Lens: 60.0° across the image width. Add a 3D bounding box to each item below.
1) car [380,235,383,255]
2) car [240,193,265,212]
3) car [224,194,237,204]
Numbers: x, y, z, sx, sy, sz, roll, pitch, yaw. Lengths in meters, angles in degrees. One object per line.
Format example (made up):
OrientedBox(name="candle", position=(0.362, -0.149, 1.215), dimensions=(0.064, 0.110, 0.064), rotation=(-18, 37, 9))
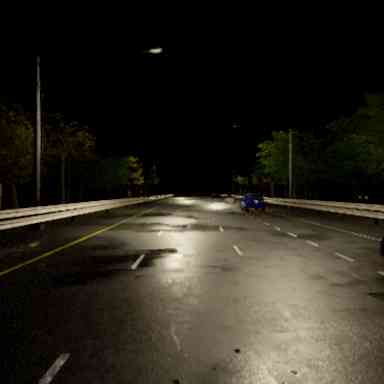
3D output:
OrientedBox(name="car", position=(7.008, 1.492, 8.821), dimensions=(2.128, 1.511, 4.902), rotation=(0, 0, 0))
OrientedBox(name="car", position=(7.095, 1.227, 39.257), dimensions=(2.150, 2.045, 5.566), rotation=(0, 0, 0))
OrientedBox(name="car", position=(7.193, 1.533, 63.205), dimensions=(1.812, 1.442, 4.674), rotation=(0, 0, 0))
